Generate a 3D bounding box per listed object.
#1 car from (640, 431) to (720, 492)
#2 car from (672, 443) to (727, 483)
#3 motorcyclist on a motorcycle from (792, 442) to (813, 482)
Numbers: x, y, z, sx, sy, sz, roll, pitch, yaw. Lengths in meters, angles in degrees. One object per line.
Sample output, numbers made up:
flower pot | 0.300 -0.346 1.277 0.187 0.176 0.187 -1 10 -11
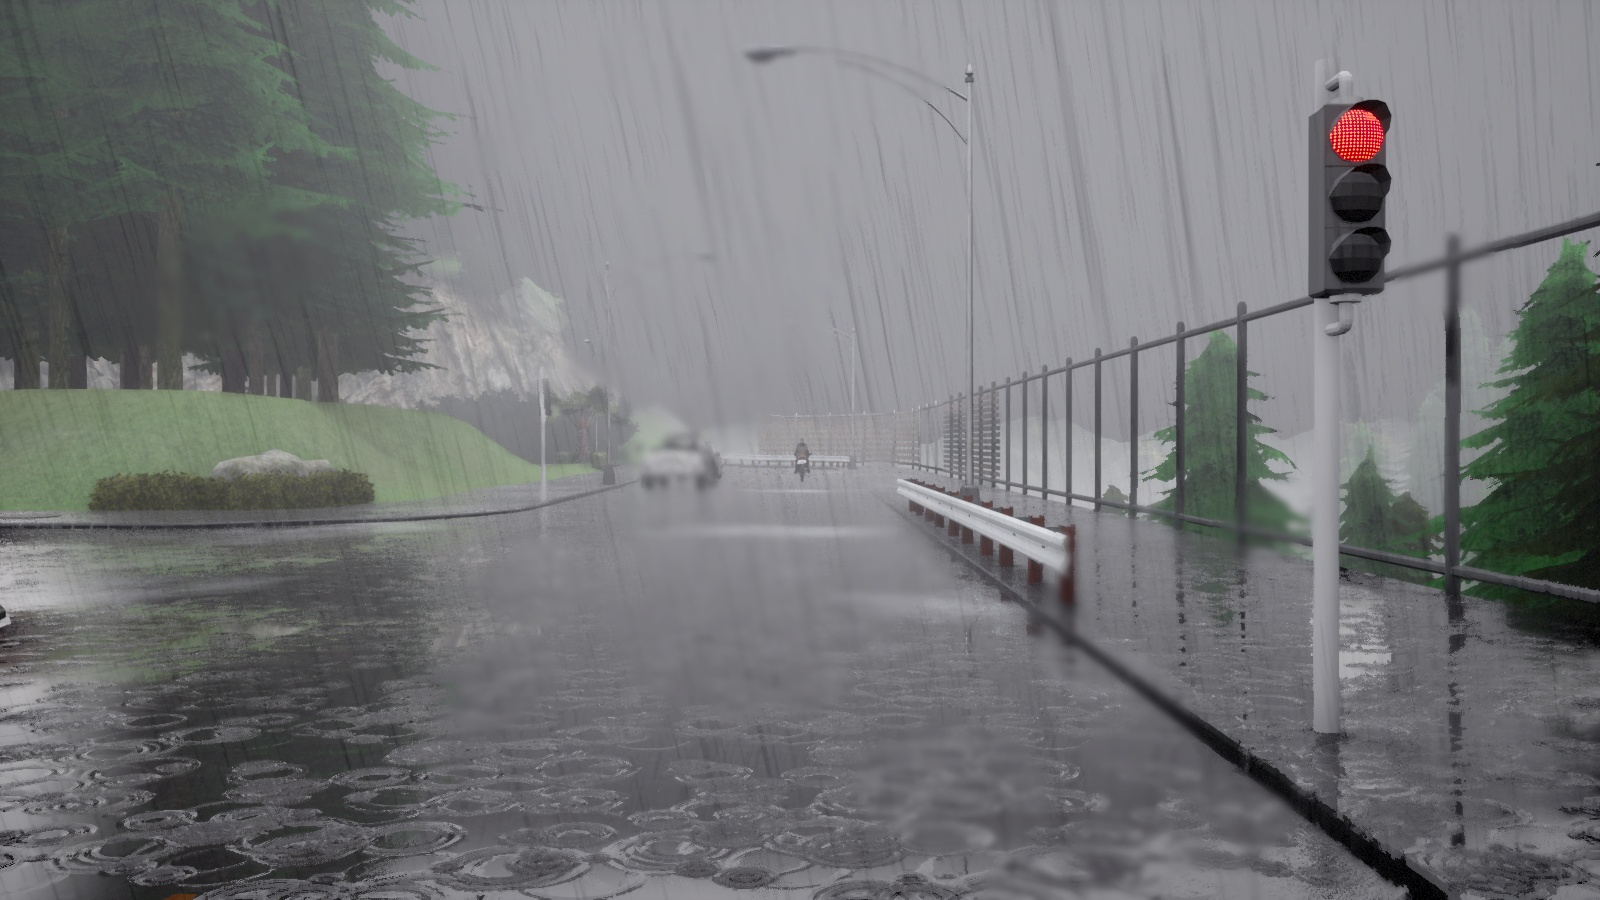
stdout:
car | -3.834 0.330 40.803 1.932 1.855 4.605 0 0 3
car | -3.912 0.478 49.425 1.845 1.501 3.633 0 0 0
motorcyclist on a motorcycle | 0.087 0.452 48.948 0.797 1.523 2.044 0 0 0
